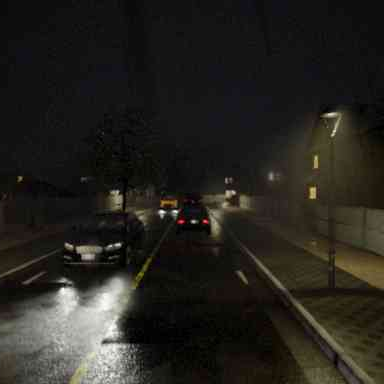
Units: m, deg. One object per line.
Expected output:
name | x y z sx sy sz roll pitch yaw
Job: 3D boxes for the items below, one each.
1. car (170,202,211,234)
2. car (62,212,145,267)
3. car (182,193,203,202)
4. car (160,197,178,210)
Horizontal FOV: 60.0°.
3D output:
car | 0.091 1.479 18.605 2.033 1.411 5.357 0 0 0
car | -2.753 1.449 11.269 2.128 1.511 4.902 0 0 0
car | 0.092 1.097 37.056 2.150 2.045 5.566 0 0 0
car | -2.760 1.342 40.682 1.882 1.535 5.008 0 0 0
